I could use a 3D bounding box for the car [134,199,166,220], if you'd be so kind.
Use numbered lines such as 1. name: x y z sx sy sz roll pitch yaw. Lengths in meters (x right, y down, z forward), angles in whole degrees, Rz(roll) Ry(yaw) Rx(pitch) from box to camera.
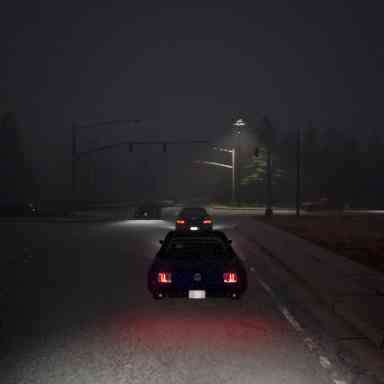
1. car: -3.605 1.546 27.956 1.994 1.385 4.181 0 0 0

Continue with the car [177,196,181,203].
1. car: -3.564 1.521 62.263 1.994 1.385 4.181 0 0 0

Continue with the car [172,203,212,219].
1. car: 0.099 1.511 17.396 1.812 1.442 4.674 0 0 0

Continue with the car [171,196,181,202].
1. car: -3.430 1.503 73.790 1.994 1.385 4.181 0 0 1

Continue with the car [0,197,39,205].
1. car: -18.343 1.363 35.028 4.553 1.767 2.097 0 0 1

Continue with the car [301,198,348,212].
1. car: 15.150 1.473 38.126 5.008 1.535 1.882 0 0 1

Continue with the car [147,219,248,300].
1. car: 0.099 1.596 8.341 1.895 1.301 4.718 0 0 0

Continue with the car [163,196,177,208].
1. car: -3.605 1.494 48.582 1.812 1.442 4.674 0 0 0
